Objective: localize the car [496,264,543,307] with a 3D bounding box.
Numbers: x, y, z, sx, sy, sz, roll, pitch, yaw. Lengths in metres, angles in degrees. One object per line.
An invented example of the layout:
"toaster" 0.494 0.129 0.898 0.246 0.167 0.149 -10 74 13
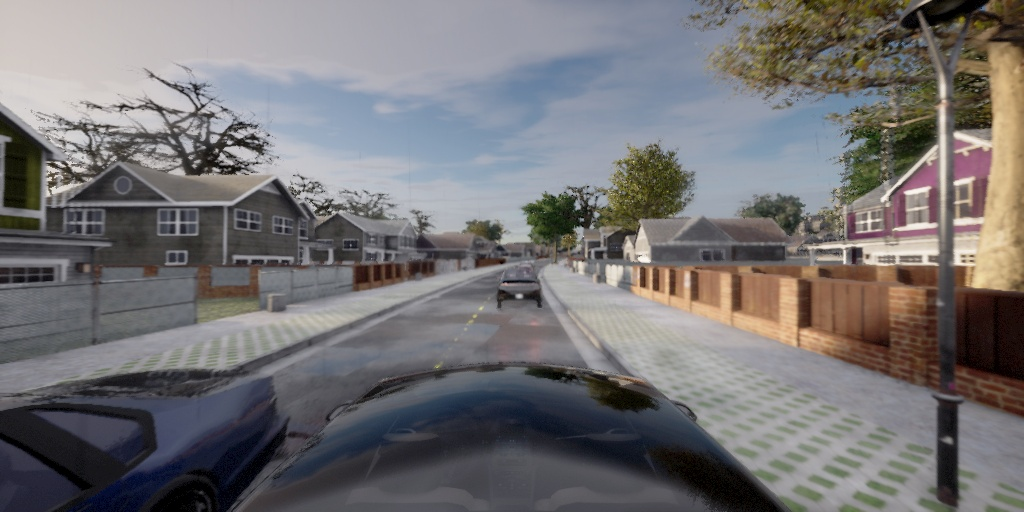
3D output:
"car" 0.348 1.299 15.787 2.128 1.511 4.902 0 0 2

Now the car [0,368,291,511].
"car" -2.833 1.289 0.729 2.033 1.411 5.357 0 0 0
